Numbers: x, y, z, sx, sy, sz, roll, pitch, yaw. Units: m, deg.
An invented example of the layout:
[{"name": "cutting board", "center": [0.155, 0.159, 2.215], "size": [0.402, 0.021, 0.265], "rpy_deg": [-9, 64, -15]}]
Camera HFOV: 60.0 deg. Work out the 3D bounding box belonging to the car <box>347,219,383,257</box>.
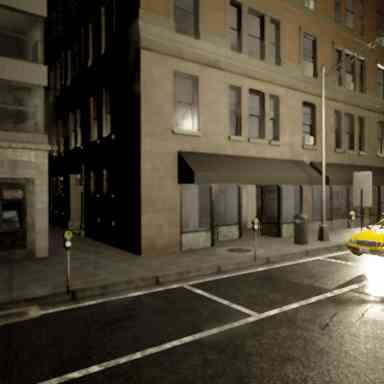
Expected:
[{"name": "car", "center": [7.337, 1.483, 11.759], "size": [4.829, 1.417, 1.752], "rpy_deg": [0, 0, -35]}]
